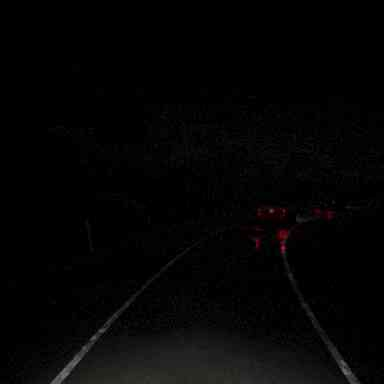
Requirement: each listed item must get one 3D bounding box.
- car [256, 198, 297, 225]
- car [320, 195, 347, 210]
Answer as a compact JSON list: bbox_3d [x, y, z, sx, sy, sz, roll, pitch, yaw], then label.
[{"bbox_3d":[6.037,1.219,23.372,2.097,1.767,4.553,3,2,26],"label":"car"},{"bbox_3d":[16.064,1.107,37.731,1.812,1.442,4.674,5,5,42],"label":"car"}]
